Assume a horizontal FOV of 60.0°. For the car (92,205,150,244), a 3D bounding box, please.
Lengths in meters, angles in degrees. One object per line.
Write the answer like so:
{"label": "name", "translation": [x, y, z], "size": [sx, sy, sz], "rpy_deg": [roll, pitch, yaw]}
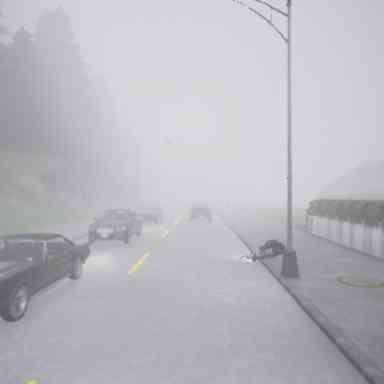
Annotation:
{"label": "car", "translation": [-3.729, 1.635, 16.851], "size": [2.128, 1.511, 4.902], "rpy_deg": [0, 0, 1]}

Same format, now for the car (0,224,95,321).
{"label": "car", "translation": [-3.951, 1.665, 7.542], "size": [1.895, 1.301, 4.718], "rpy_deg": [0, -1, 1]}

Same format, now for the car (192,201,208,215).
{"label": "car", "translation": [0.982, 1.865, 39.452], "size": [1.812, 1.442, 4.674], "rpy_deg": [0, 0, 2]}

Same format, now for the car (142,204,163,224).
{"label": "car", "translation": [-3.472, 1.709, 27.051], "size": [1.882, 1.535, 5.008], "rpy_deg": [0, 0, 2]}

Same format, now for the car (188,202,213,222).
{"label": "car", "translation": [0.764, 1.757, 29.324], "size": [1.837, 1.490, 4.892], "rpy_deg": [0, 0, 2]}
